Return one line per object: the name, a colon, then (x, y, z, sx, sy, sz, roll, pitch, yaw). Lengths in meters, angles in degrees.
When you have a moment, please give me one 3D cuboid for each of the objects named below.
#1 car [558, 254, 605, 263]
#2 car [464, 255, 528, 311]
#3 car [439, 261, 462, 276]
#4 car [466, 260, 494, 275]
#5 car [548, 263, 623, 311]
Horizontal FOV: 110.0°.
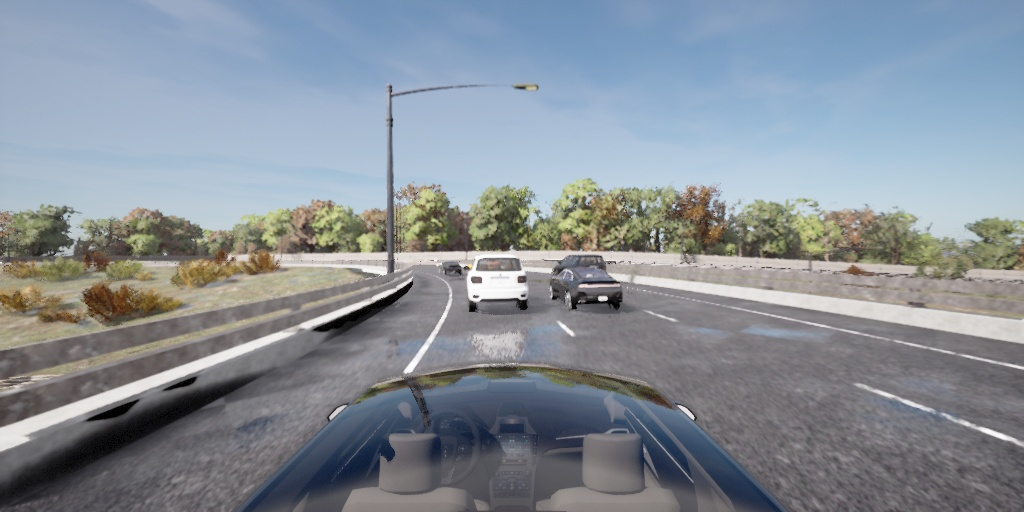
car: (4.587, 0.912, 24.784, 2.150, 2.045, 5.566, 0, 0, -12)
car: (-0.748, 0.969, 14.707, 2.150, 2.045, 5.566, 0, 0, -7)
car: (-6.647, 1.292, 38.396, 1.837, 1.490, 4.892, 0, 0, -20)
car: (-3.701, 1.235, 40.484, 1.882, 1.535, 5.008, 0, 0, -21)
car: (2.746, 1.207, 14.329, 2.128, 1.511, 4.902, 0, 0, -7)
